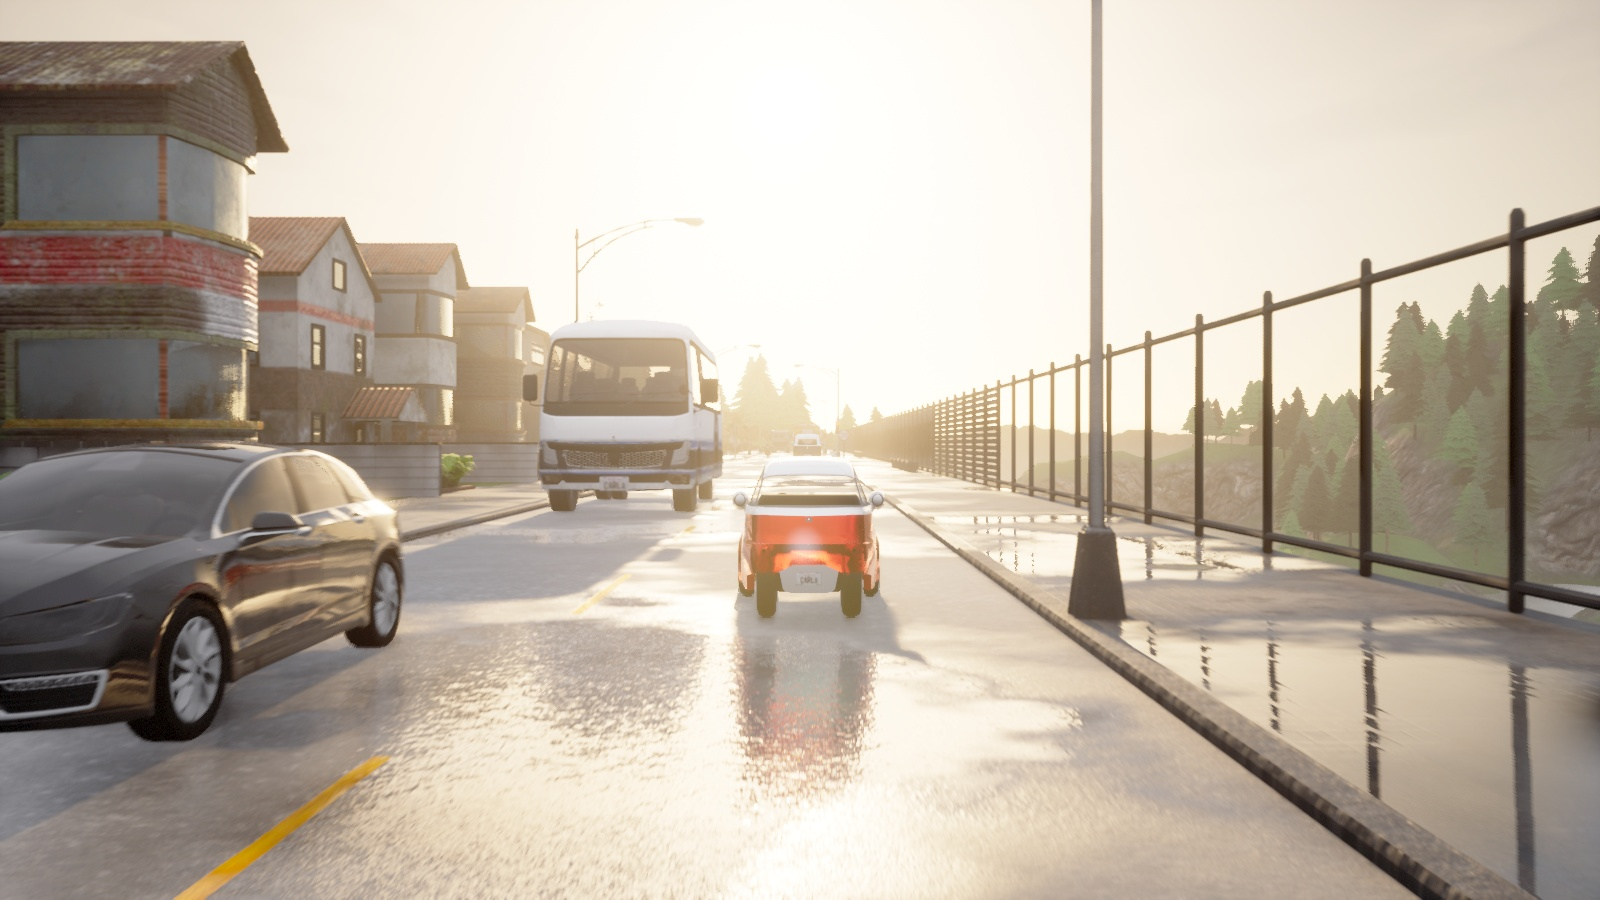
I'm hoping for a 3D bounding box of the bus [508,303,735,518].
[{"bbox_3d":[-3.801,-0.802,30.015,3.944,4.253,10.273,0,0,0],"label":"bus"}]

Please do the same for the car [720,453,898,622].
[{"bbox_3d":[0.081,0.736,11.614,1.481,1.376,2.207,0,1,0],"label":"car"}]

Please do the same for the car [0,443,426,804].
[{"bbox_3d":[-3.941,0.705,7.650,1.837,1.490,4.892,0,0,0],"label":"car"}]

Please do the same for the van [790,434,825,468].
[{"bbox_3d":[0.457,0.032,77.841,2.069,2.038,4.480,0,0,0],"label":"van"}]
